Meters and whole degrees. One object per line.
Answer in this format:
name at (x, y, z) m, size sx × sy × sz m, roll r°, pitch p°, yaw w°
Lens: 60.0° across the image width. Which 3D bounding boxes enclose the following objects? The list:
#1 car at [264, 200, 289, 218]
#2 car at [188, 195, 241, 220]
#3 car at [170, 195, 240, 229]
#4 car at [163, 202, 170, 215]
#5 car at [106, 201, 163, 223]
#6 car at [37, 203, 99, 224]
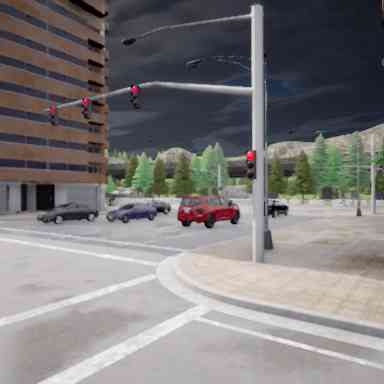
car at (7.633, 1.550, 31.734) m, size 1.882 × 1.535 × 5.008 m, roll 0°, pitch 0°, yaw 36°
car at (2.160, 1.315, 30.118) m, size 2.150 × 2.045 × 5.566 m, roll 0°, pitch 0°, yaw 36°
car at (1.262, 1.295, 22.885) m, size 2.150 × 2.045 × 5.566 m, roll 0°, pitch 0°, yaw 36°
car at (-4.126, 1.628, 33.623) m, size 2.128 × 1.511 × 4.902 m, roll 0°, pitch 0°, yaw 36°
car at (-4.749, 1.642, 26.823) m, size 1.812 × 1.442 × 4.674 m, roll 0°, pitch 0°, yaw 36°
car at (-9.608, 1.642, 26.082) m, size 1.837 × 1.490 × 4.892 m, roll 0°, pitch 0°, yaw 36°
